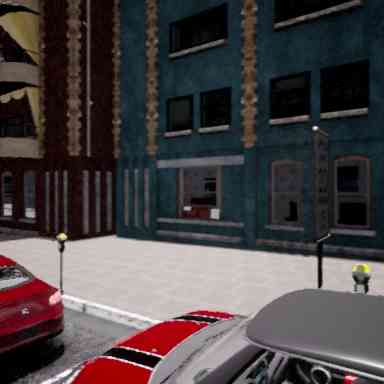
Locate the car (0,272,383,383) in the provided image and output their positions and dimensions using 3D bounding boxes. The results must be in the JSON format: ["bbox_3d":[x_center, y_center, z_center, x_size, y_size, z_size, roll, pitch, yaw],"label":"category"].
[{"bbox_3d":[0.817,1.433,2.155,4.097,1.590,1.967,-1,1,35],"label":"car"}]

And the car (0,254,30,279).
[{"bbox_3d":[-3.753,1.627,5.300,4.206,1.307,1.802,-1,1,35],"label":"car"}]
